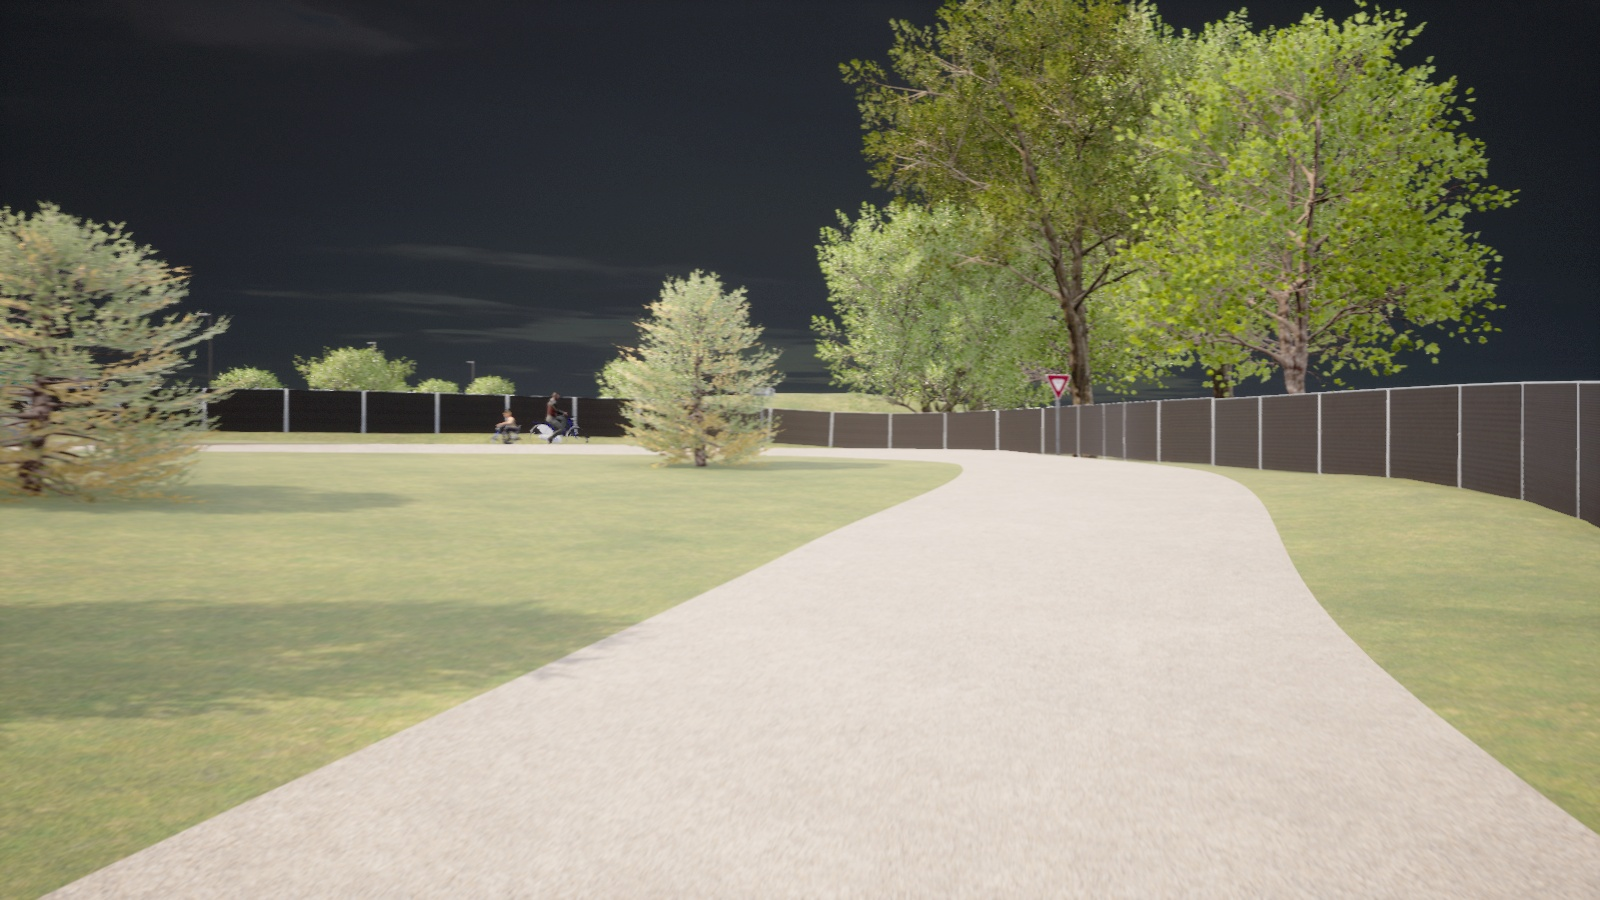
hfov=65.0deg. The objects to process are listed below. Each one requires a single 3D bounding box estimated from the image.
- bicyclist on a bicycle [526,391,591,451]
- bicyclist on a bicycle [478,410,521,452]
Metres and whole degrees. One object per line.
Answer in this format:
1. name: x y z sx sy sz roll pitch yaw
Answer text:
1. bicyclist on a bicycle: -7.529 -0.886 39.165 1.843 1.776 0.659 3 -2 -23
2. bicyclist on a bicycle: -11.926 -0.756 49.866 1.509 1.612 0.866 1 -1 -24
